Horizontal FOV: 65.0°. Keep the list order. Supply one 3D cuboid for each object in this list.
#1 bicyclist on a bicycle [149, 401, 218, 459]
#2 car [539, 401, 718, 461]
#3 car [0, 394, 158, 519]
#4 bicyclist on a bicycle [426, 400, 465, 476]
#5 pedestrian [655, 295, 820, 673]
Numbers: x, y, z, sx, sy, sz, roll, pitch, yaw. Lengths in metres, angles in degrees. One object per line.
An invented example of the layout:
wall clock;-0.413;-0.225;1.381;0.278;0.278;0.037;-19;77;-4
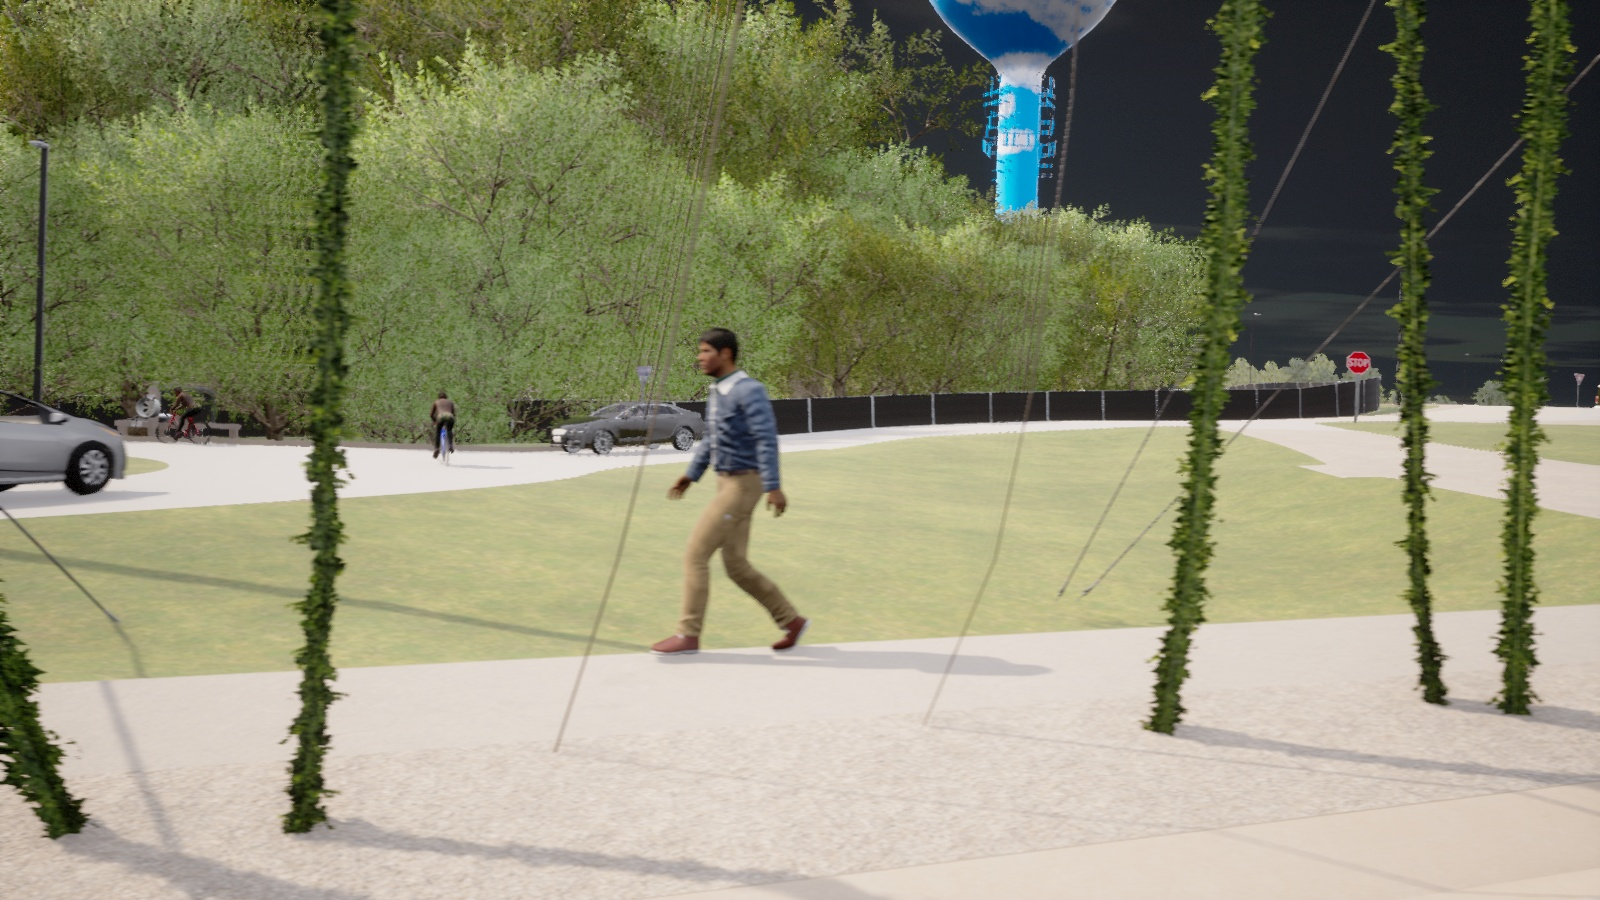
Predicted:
bicyclist on a bicycle;-17.206;-0.558;35.052;1.656;1.620;0.582;0;2;7
car;-5.057;-0.614;37.446;4.902;1.511;2.128;-5;4;-42
car;-10.756;0.084;15.852;2.007;1.525;4.514;0;3;20
bicyclist on a bicycle;-7.786;-0.281;27.558;0.582;1.620;1.656;-1;2;-24
pedestrian;-0.344;0.180;6.785;0.788;1.949;0.423;1;0;-16
